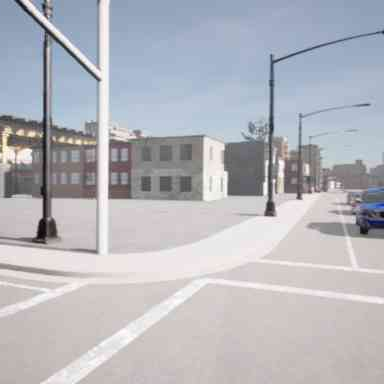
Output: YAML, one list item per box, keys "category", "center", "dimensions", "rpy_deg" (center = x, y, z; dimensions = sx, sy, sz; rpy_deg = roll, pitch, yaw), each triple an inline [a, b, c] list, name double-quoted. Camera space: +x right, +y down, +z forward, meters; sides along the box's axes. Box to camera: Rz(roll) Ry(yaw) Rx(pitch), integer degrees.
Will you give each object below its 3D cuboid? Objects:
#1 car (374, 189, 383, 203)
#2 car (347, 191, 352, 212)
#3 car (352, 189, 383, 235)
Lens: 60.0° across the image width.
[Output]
- category: "car"
  center: [23.073, 0.415, 39.750]
  dimensions: [1.812, 1.442, 4.674]
  rpy_deg: [1, 2, 23]
- category: "car"
  center: [13.054, 0.881, 25.197]
  dimensions: [1.837, 1.490, 4.892]
  rpy_deg: [1, 2, 23]
- category: "car"
  center: [9.298, 0.873, 16.288]
  dimensions: [2.150, 2.045, 5.566]
  rpy_deg: [1, 2, 24]
